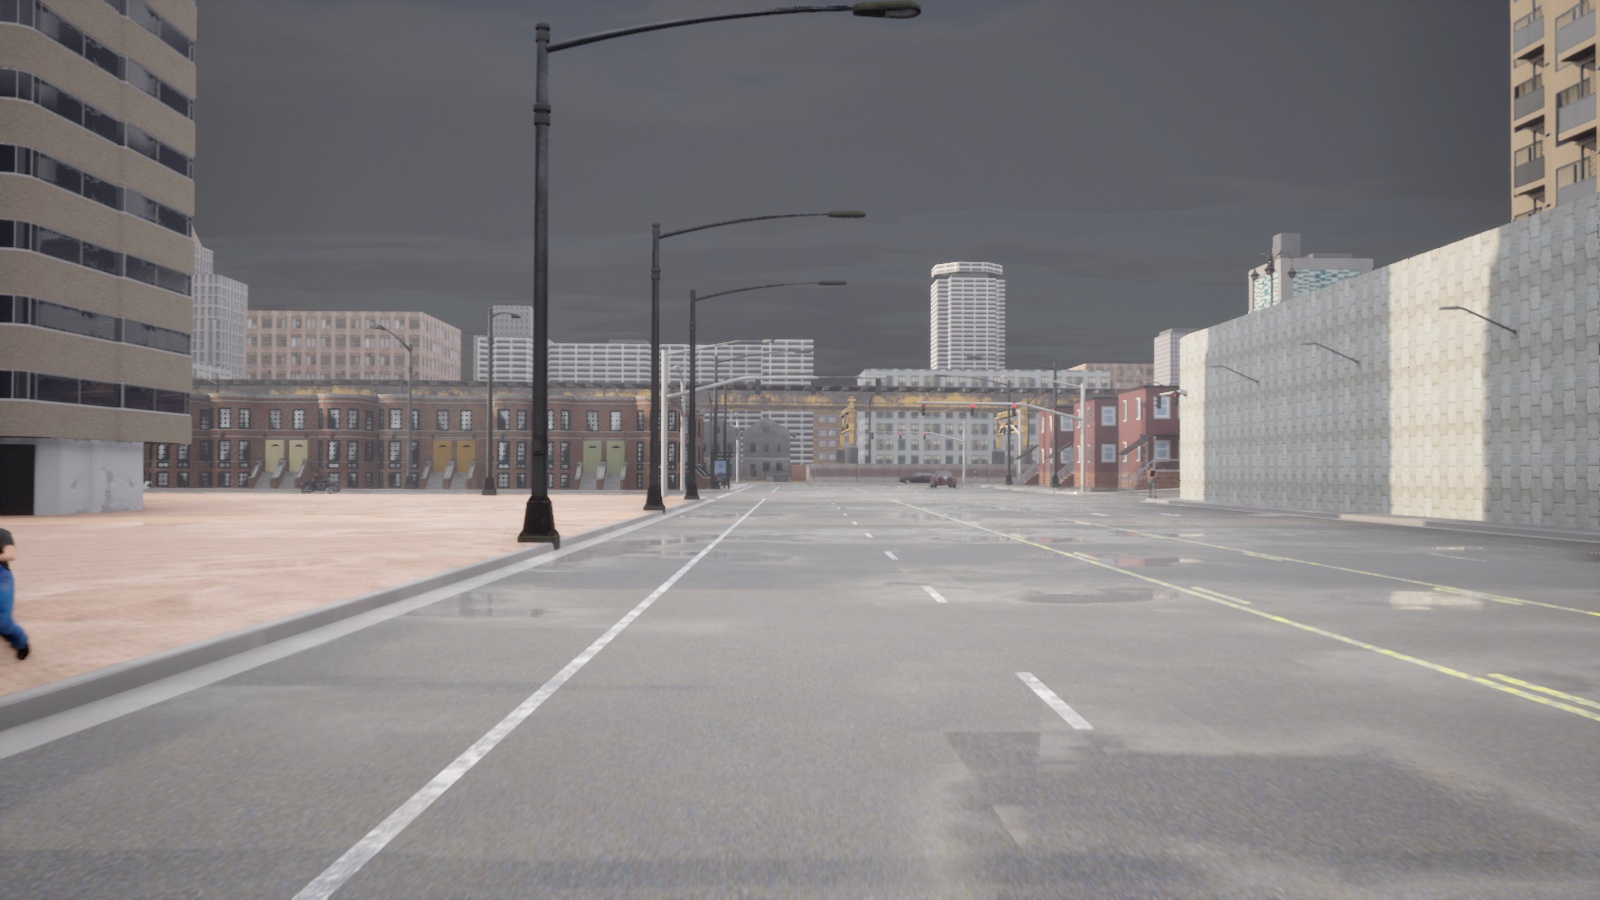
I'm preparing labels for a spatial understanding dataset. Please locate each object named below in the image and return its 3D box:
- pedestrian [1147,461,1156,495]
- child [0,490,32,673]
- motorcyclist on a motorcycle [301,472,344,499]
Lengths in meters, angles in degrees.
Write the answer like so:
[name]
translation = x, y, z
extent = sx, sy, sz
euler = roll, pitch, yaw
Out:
[pedestrian]
translation = 19.175, 1.530, 68.485
extent = 0.345, 1.836, 0.594
euler = 0, -1, 0
[child]
translation = -5.692, 0.922, 8.912
extent = 0.270, 1.263, 0.437
euler = 0, -1, -11
[motorcyclist on a motorcycle]
translation = -29.383, 2.177, 77.310
extent = 2.350, 1.649, 0.766
euler = 0, -1, 0
